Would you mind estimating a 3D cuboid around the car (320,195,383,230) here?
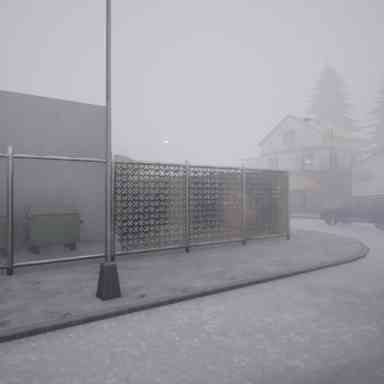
[{"bbox_3d":[11.065,1.220,21.239,2.150,2.045,5.566,-1,1,-35],"label":"car"}]
